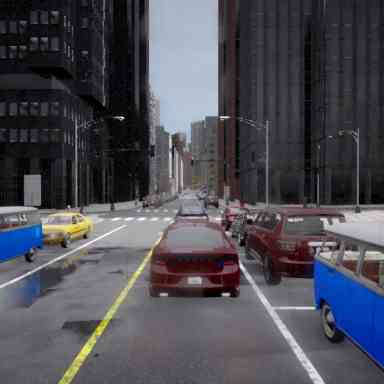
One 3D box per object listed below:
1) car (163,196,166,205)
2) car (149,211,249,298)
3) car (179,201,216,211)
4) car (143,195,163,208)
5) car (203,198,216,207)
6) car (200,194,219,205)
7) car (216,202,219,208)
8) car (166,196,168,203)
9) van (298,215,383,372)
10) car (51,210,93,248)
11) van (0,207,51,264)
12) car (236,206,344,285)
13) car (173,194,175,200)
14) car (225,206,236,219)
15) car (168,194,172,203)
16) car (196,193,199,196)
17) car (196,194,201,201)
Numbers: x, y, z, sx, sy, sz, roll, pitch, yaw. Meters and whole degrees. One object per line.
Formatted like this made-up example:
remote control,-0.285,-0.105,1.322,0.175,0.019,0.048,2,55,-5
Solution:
car,-5.798,1.340,53.139,2.192,1.841,5.009,0,0,0
car,0.062,1.478,8.589,1.882,1.535,5.008,0,0,0
car,-0.009,1.493,18.998,2.128,1.511,4.902,0,0,0
car,-5.794,1.335,47.496,2.192,1.841,5.009,0,0,0
car,2.728,1.591,53.135,1.947,1.339,4.313,0,0,0
car,2.730,1.335,47.491,2.192,1.841,5.009,0,0,0
car,2.748,1.547,20.450,1.887,1.381,4.507,0,0,0
car,-5.800,1.598,58.782,1.947,1.339,4.313,0,0,0
van,2.761,1.341,3.874,1.690,1.788,3.998,0,0,0
car,-5.775,1.526,14.761,1.752,1.417,4.829,0,0,0
van,-5.774,1.341,9.407,1.690,1.788,3.998,0,0,0
car,2.756,1.315,9.400,2.192,1.841,5.009,0,0,0
car,-5.814,1.622,81.355,1.887,1.381,4.507,0,0,0
car,2.752,1.551,14.925,2.008,1.369,4.403,0,0,0
car,-5.807,1.617,70.069,1.947,1.339,4.313,0,0,0
car,2.705,1.671,92.642,1.947,1.339,4.313,0,0,0
car,2.708,1.636,86.997,1.887,1.381,4.507,0,0,0
